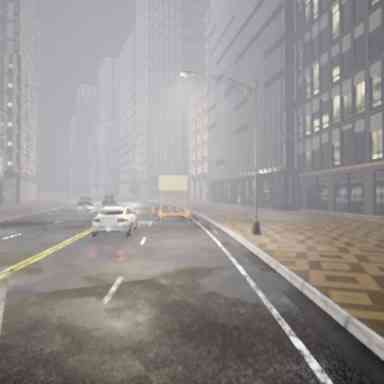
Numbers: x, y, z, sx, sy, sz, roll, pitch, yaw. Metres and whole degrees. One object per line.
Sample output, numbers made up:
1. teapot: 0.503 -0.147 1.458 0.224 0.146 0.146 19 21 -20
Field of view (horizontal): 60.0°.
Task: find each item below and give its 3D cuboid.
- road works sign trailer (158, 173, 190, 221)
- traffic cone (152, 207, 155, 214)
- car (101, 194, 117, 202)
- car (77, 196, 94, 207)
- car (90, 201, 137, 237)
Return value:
1. road works sign trailer: -1.458 0.346 25.630 2.380 3.560 2.880 0 0 -8
2. traffic cone: -3.757 1.805 32.390 0.340 0.580 0.340 0 0 -8
3. car: -11.933 1.118 48.190 2.097 1.767 4.553 0 0 -12
4. car: -14.991 1.310 47.078 2.033 1.411 5.357 0 0 -12
5. car: -3.949 1.445 17.354 1.812 1.442 4.674 0 0 -4
